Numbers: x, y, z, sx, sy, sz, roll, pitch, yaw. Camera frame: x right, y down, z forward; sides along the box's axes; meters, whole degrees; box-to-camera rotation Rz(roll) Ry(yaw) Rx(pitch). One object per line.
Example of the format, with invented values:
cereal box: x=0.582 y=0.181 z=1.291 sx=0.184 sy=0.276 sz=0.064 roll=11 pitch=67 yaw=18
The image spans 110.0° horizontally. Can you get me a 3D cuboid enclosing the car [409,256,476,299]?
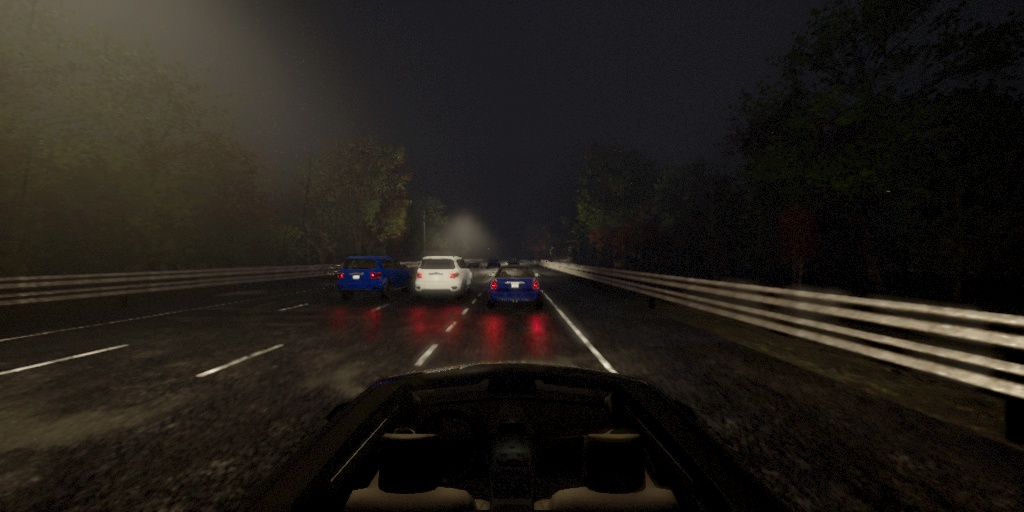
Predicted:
car: x=-3.375 y=1.046 z=18.629 sx=2.150 sy=2.045 sz=5.566 roll=0 pitch=0 yaw=0

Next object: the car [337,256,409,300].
car: x=-6.876 y=1.043 z=18.518 sx=2.150 sy=2.045 sz=5.566 roll=0 pitch=0 yaw=0

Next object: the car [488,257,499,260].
car: x=-3.249 y=1.257 z=64.441 sx=2.150 sy=2.045 sz=5.566 roll=0 pitch=0 yaw=0

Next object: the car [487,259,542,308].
car: x=0.119 y=1.163 z=15.644 sx=2.097 sy=1.767 sz=4.553 roll=0 pitch=0 yaw=0

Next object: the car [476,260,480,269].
car: x=-6.749 y=1.523 z=63.991 sx=2.128 sy=1.511 sz=4.902 roll=0 pitch=0 yaw=0
